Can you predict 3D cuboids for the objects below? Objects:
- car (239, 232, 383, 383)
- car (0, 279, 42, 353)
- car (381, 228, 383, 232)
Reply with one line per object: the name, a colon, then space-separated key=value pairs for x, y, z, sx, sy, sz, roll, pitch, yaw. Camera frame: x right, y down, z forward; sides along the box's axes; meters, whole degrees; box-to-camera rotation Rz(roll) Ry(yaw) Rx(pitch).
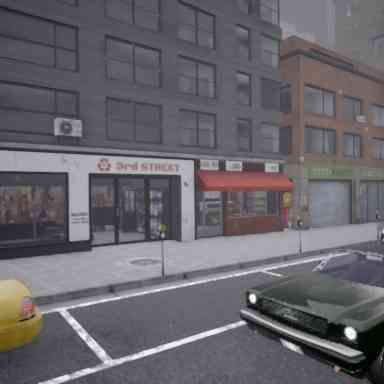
car: x=3.029 y=1.608 z=5.414 sx=4.718 sy=1.301 sz=1.895 roll=0 pitch=0 yaw=-35
car: x=-4.309 y=1.523 z=3.592 sx=4.829 sy=1.417 sz=1.752 roll=0 pitch=-1 yaw=-35
car: x=9.282 y=1.463 z=13.272 sx=4.097 sy=1.590 sz=1.967 roll=0 pitch=-1 yaw=-35
